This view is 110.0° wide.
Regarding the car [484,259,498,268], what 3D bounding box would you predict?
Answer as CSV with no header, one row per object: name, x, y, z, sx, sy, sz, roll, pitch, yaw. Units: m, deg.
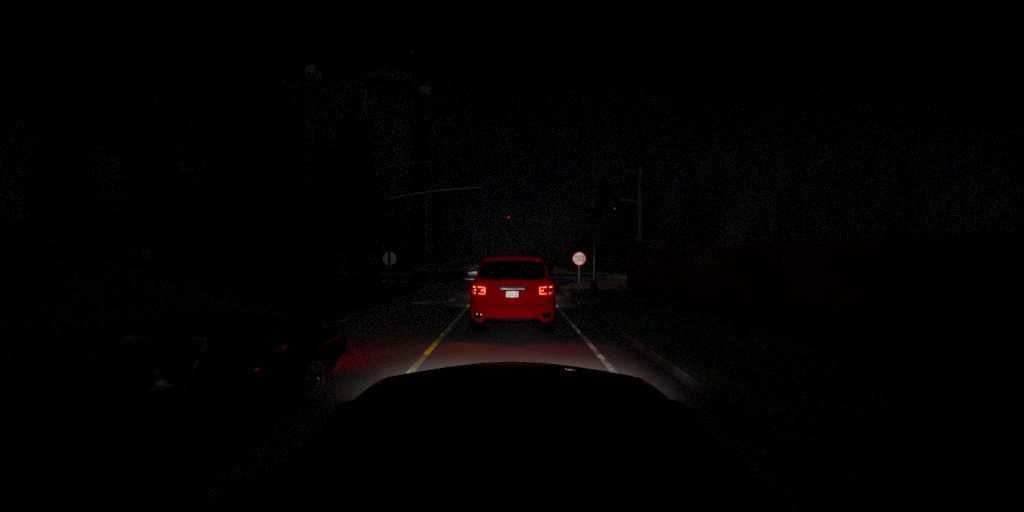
car,-3.491,1.297,60.722,2.033,1.411,5.357,0,0,0

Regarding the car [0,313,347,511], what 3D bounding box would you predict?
car,-3.593,1.351,3.544,1.895,1.301,4.718,0,0,0

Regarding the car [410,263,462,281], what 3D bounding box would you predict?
car,-6.021,1.280,29.625,4.674,1.442,1.812,0,0,-17

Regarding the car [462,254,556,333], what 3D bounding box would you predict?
car,0.055,0.971,10.914,2.150,2.045,5.566,0,0,1

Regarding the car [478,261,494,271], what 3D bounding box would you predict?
car,-3.529,1.351,50.086,1.895,1.301,4.718,0,0,0
